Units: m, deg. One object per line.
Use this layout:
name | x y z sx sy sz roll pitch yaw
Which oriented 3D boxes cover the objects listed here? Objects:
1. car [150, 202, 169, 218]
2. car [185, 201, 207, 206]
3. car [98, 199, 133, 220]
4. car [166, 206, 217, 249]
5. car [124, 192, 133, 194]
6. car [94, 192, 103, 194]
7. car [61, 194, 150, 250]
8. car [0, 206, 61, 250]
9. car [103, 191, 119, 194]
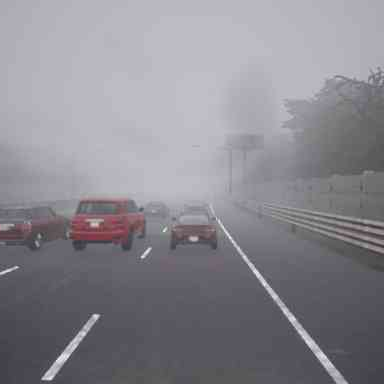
car | -3.127 1.529 29.291 1.994 1.385 4.181 0 0 1
car | 0.373 1.490 29.203 1.812 1.442 4.674 0 0 1
car | -6.625 1.471 29.379 1.837 1.490 4.892 0 0 1
car | 0.092 1.527 14.363 1.812 1.442 4.674 0 0 1
car | -14.942 0.618 77.577 1.994 1.385 4.181 0 1 4
car | -21.928 0.653 78.027 1.895 1.301 4.718 0 1 4
car | -3.407 1.250 14.435 2.150 2.045 5.566 0 0 1
car | -6.908 1.358 14.420 2.097 1.767 4.553 0 0 1
car | -18.435 0.540 77.815 1.882 1.535 5.008 0 1 4
